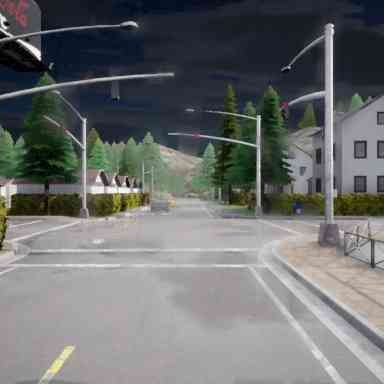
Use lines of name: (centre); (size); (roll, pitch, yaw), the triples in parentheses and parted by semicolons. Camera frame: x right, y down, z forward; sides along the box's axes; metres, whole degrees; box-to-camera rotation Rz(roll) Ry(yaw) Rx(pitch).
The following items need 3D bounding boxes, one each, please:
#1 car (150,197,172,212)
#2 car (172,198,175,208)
car: (-3.595, 1.526, 38.168); (1.812, 1.442, 4.674); (0, 0, 0)
car: (-3.601, 1.478, 48.639); (1.882, 1.535, 5.008); (0, 0, 0)
